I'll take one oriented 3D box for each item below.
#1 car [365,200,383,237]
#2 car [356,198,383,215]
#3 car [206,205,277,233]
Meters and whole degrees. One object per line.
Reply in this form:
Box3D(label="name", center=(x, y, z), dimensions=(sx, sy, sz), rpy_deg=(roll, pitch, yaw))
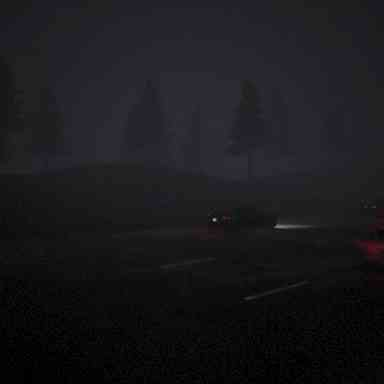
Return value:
Box3D(label="car", center=(10.402, 1.270, 15.461), dimensions=(5.008, 1.535, 1.882), rpy_deg=(-1, 0, -35))
Box3D(label="car", center=(15.990, 1.198, 28.101), dimensions=(5.357, 1.411, 2.033), rpy_deg=(-1, 0, -35))
Box3D(label="car", center=(2.822, 1.407, 18.654), dimensions=(4.181, 1.385, 1.994), rpy_deg=(-1, 0, -35))
